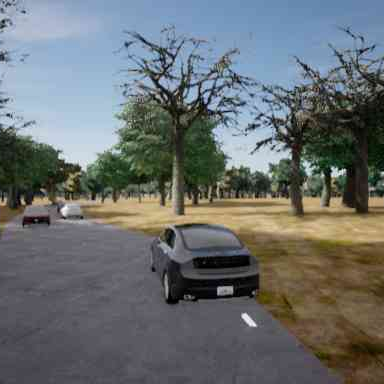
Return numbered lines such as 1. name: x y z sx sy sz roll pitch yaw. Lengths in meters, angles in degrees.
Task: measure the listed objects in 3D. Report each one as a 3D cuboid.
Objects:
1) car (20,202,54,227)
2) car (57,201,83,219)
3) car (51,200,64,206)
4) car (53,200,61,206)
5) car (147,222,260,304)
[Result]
1. car: -11.869 1.723 25.254 1.882 1.535 5.008 0 -1 -27
2. car: -11.892 1.861 32.713 1.812 1.442 4.674 0 -1 -26
3. car: -30.340 2.449 75.112 2.033 1.411 5.357 0 -1 -14
4. car: -16.781 1.988 43.849 2.128 1.511 4.902 0 -1 -23
5. car: 0.055 1.519 8.272 1.837 1.490 4.892 0 0 -13
